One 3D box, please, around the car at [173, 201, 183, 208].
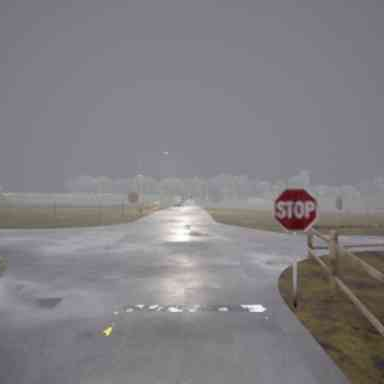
[{"bbox_3d":[-2.758,2.514,67.207,1.994,1.385,4.181,0,-2,0],"label":"car"}]
